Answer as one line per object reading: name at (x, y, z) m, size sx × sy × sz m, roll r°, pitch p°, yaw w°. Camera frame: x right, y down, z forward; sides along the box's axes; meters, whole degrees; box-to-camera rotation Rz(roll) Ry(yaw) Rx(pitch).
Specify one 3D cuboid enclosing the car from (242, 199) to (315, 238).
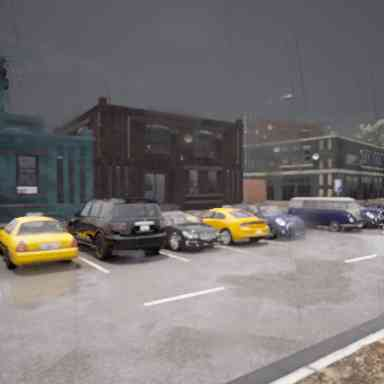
car at (3.737, 1.410, 17.633) m, size 2.185 × 1.767 × 4.553 m, roll 0°, pitch 0°, yaw -35°

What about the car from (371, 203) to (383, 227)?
car at (10.540, 1.431, 22.464) m, size 2.185 × 1.767 × 4.553 m, roll 0°, pitch 0°, yaw -35°

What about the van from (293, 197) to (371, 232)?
van at (8.255, 1.329, 20.660) m, size 1.878 × 1.987 × 4.442 m, roll 0°, pitch 0°, yaw -35°

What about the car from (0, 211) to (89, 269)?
car at (-5.417, 1.483, 11.323) m, size 1.946 × 1.575 × 5.366 m, roll 0°, pitch 0°, yaw -35°

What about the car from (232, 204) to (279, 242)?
car at (1.390, 1.523, 15.922) m, size 2.097 × 1.535 × 5.008 m, roll 0°, pitch 0°, yaw -35°

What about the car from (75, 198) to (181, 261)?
car at (-3.059, 1.247, 12.806) m, size 2.435 × 2.045 × 5.566 m, roll 0°, pitch 0°, yaw -35°

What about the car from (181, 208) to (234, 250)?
car at (-0.781, 1.512, 14.395) m, size 2.231 × 1.521 × 4.892 m, roll 0°, pitch 0°, yaw -35°
